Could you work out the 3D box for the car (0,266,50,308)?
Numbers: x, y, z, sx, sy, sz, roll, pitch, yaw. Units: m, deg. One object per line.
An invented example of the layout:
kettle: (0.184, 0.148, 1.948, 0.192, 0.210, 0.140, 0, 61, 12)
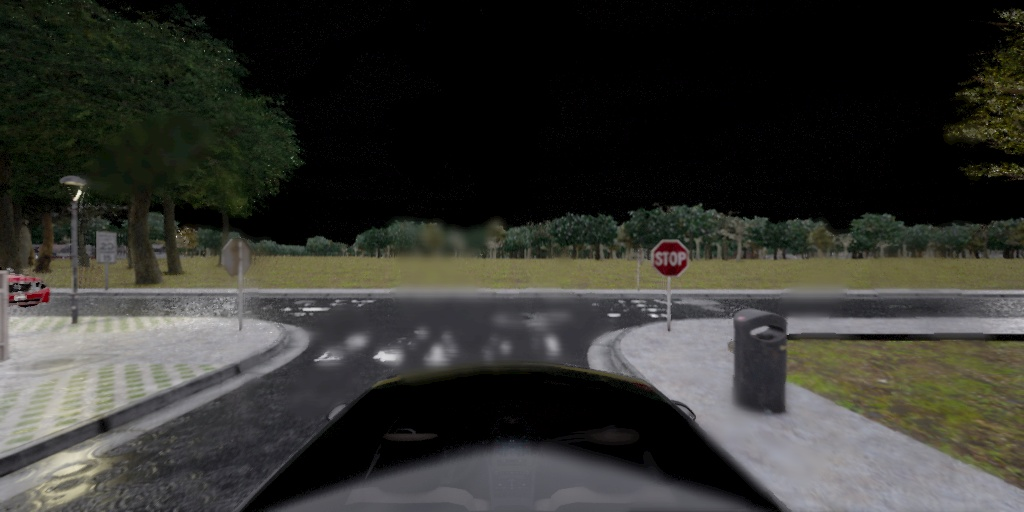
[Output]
car: (-19.841, 0.993, 12.478, 5.566, 2.045, 2.150, 2, 0, 0)
